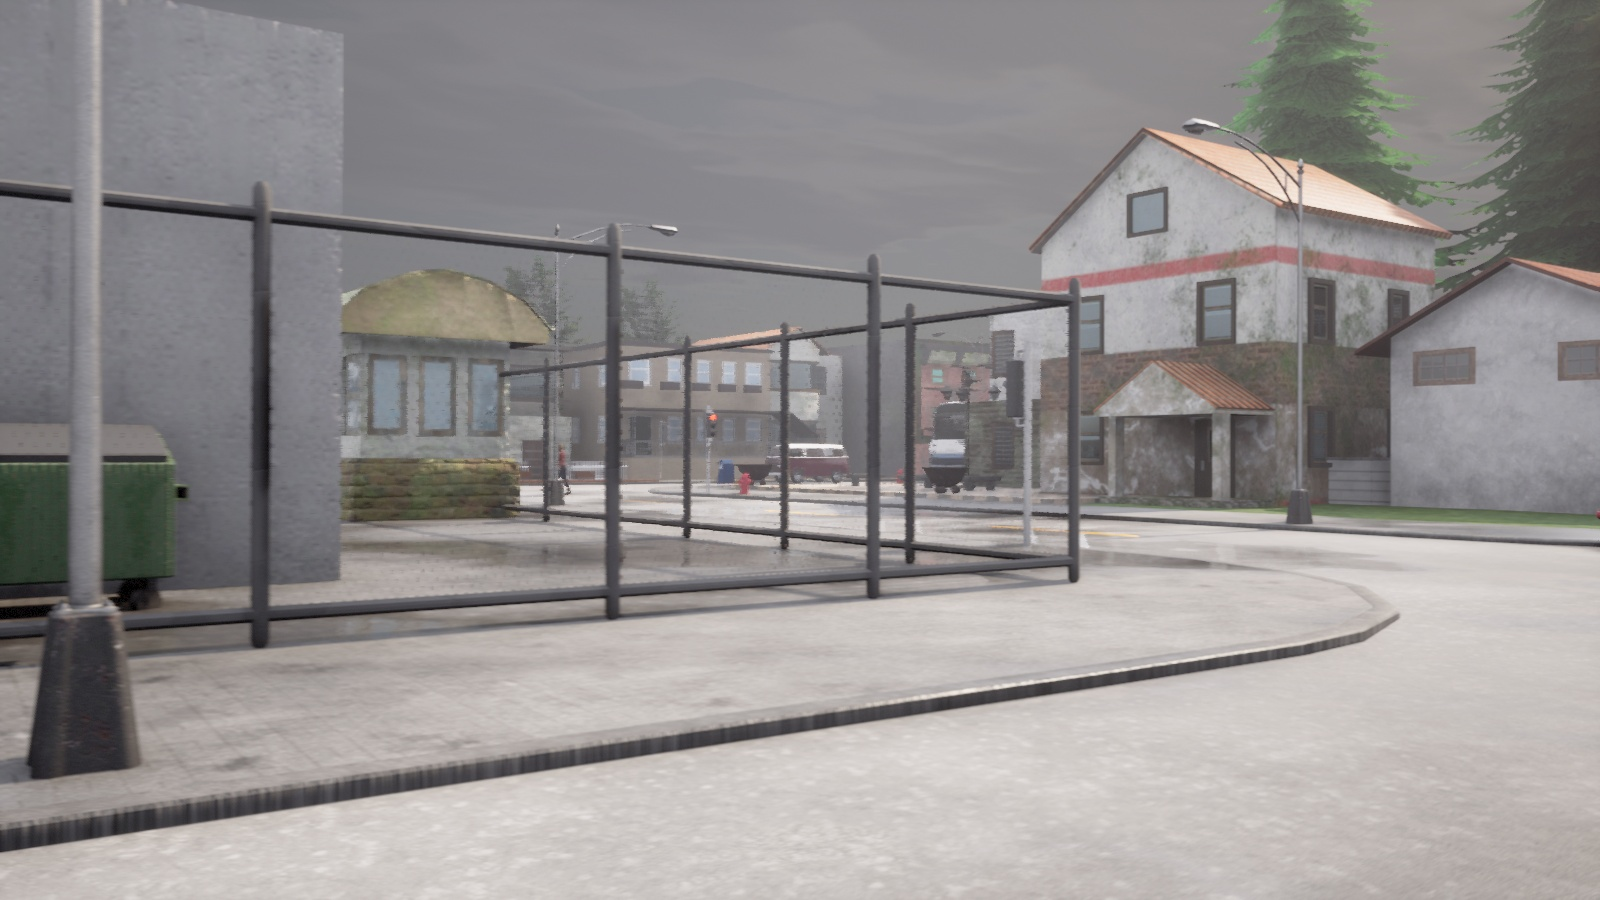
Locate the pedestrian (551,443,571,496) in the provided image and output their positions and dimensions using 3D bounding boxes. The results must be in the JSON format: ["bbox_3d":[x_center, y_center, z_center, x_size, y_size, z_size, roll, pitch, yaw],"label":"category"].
[{"bbox_3d":[-8.358,0.687,43.927,0.636,1.846,0.331,0,0,-16],"label":"pedestrian"}]

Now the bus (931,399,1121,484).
[{"bbox_3d":[12.315,-0.417,67.831,10.273,4.253,3.944,0,0,-35],"label":"bus"}]

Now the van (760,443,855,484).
[{"bbox_3d":[0.392,0.684,64.469,4.480,2.038,2.069,1,-1,-35],"label":"van"}]
